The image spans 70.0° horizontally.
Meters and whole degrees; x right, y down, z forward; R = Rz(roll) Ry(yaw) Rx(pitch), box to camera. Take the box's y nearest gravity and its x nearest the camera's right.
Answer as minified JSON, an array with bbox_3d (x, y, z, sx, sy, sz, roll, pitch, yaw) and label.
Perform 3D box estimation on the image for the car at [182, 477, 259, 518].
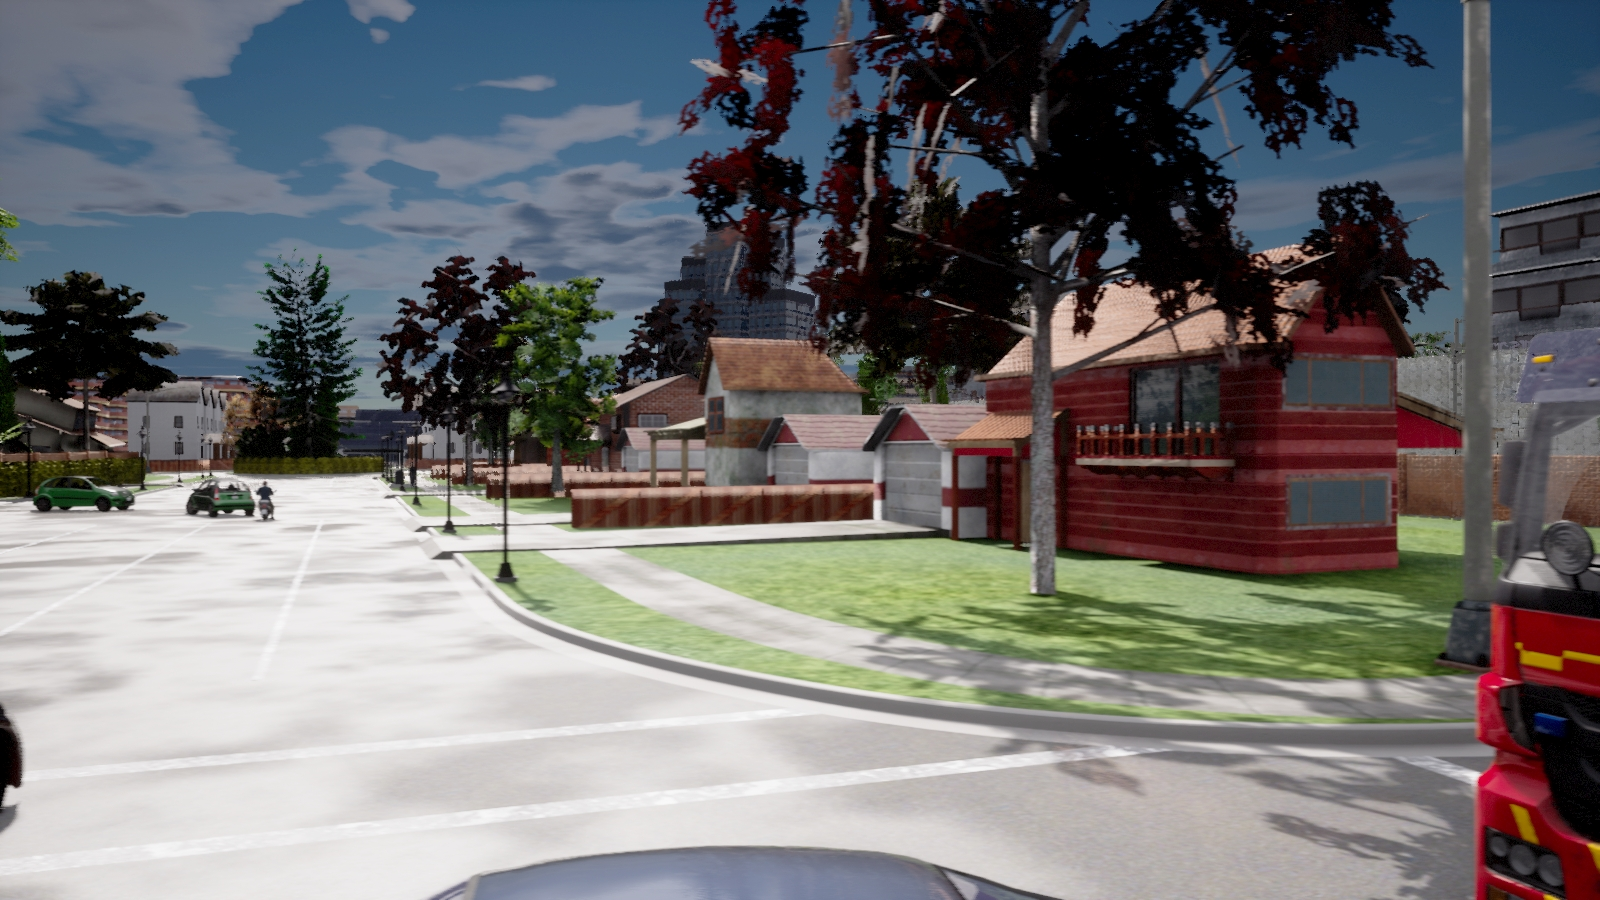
[{"bbox_3d":[-25.425,2.055,50.064,1.851,1.617,3.988,0,0,-45],"label":"car"}]

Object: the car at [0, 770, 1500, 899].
[{"bbox_3d":[-0.546,2.101,3.547,5.357,1.411,2.033,0,0,-9],"label":"car"}]

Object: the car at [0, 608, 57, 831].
[{"bbox_3d":[-6.639,2.042,6.916,2.007,1.525,4.514,0,0,-10],"label":"car"}]

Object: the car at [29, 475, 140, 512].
[{"bbox_3d":[-32.975,2.002,52.736,3.988,1.617,1.851,0,0,0],"label":"car"}]

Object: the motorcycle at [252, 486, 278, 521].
[{"bbox_3d":[-21.797,2.178,46.571,0.856,1.341,1.805,0,0,-22],"label":"motorcycle"}]

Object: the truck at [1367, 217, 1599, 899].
[{"bbox_3d":[7.571,0.878,6.305,8.468,3.827,2.891,0,0,-20],"label":"truck"}]
